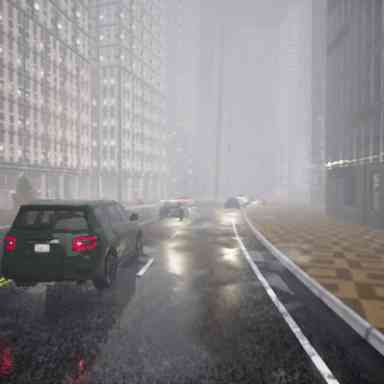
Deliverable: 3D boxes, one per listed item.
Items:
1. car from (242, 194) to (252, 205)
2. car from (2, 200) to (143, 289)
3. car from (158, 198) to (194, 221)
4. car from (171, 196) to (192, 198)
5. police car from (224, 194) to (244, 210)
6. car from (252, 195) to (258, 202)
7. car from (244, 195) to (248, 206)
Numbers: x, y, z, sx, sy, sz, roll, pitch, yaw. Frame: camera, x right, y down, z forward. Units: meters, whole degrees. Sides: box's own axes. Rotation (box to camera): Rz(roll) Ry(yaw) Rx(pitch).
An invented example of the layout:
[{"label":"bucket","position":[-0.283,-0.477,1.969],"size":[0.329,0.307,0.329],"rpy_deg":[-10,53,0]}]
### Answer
[{"label":"car","position":[8.967,1.294,59.182],"size":[2.150,2.045,5.566],"rpy_deg":[0,0,15]},{"label":"car","position":[-2.879,1.217,9.324],"size":[2.150,2.045,5.566],"rpy_deg":[0,0,2]},{"label":"car","position":[-1.394,1.496,27.138],"size":[2.128,1.511,4.902],"rpy_deg":[0,0,7]},{"label":"car","position":[-1.056,1.357,49.671],"size":[2.097,1.767,4.553],"rpy_deg":[0,0,13]},{"label":"police car","position":[5.416,1.470,44.070],"size":[1.930,1.638,5.238],"rpy_deg":[0,0,11]},{"label":"car","position":[13.514,1.645,77.088],"size":[1.895,1.301,4.718],"rpy_deg":[0,0,18]},{"label":"car","position":[7.500,1.586,53.485],"size":[1.812,1.442,4.674],"rpy_deg":[0,0,14]}]
